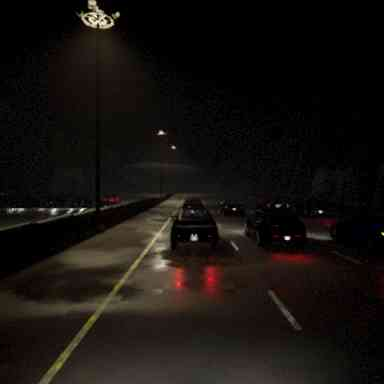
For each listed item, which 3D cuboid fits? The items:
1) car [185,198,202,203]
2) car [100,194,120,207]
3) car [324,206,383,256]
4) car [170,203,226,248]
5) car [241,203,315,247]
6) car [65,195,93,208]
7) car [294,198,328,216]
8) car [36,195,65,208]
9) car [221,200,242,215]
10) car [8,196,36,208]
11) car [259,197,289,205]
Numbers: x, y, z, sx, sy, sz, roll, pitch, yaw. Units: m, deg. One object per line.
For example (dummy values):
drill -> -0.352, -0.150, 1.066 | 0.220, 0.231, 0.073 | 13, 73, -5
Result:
car -> 0.098, 1.341, 29.852 | 1.837, 1.490, 4.892 | 0, 1, 0
car -> -10.572, 1.017, 42.385 | 2.097, 1.767, 4.553 | 0, 1, 0
car -> 7.085, 1.500, 12.978 | 1.812, 1.442, 4.674 | 0, 0, 0
car -> 0.091, 1.457, 14.516 | 2.128, 1.511, 4.902 | 0, 0, 0
car -> 3.592, 1.468, 14.921 | 1.837, 1.490, 4.892 | 0, 0, 0
car -> -14.072, 1.167, 42.559 | 1.837, 1.490, 4.892 | 0, 1, 0
car -> 10.598, 1.341, 29.829 | 1.837, 1.490, 4.892 | 0, 1, 0
car -> -17.571, 1.167, 42.541 | 1.837, 1.490, 4.892 | 0, 1, 0
car -> 3.598, 1.396, 30.199 | 1.994, 1.385, 4.181 | 0, 1, 0
car -> -21.072, 1.216, 42.115 | 2.033, 1.411, 5.357 | 0, 1, 0
car -> 7.096, 1.192, 29.466 | 2.097, 1.767, 4.553 | 0, 1, 0
